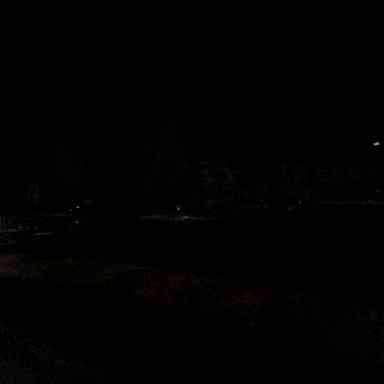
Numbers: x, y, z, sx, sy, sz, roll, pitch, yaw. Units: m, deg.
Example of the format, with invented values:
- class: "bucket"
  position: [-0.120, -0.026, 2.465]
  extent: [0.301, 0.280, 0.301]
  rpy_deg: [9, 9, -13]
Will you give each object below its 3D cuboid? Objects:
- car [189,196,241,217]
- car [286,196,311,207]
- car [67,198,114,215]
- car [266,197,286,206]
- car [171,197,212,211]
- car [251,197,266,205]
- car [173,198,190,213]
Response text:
- class: "car"
  position: [2.225, 1.362, 30.284]
  extent: [1.882, 1.535, 5.008]
  rpy_deg: [1, 0, 36]
- class: "car"
  position: [16.046, 1.394, 49.021]
  extent: [1.837, 1.490, 4.892]
  rpy_deg: [1, 0, 37]
- class: "car"
  position: [-9.607, 1.333, 31.900]
  extent: [1.812, 1.442, 4.674]
  rpy_deg: [1, 0, 36]
- class: "car"
  position: [13.755, 1.462, 51.796]
  extent: [1.895, 1.301, 4.718]
  rpy_deg: [1, 0, 37]
- class: "car"
  position: [0.063, 1.381, 39.176]
  extent: [2.033, 1.411, 5.357]
  rpy_deg: [1, 0, 36]
- class: "car"
  position: [11.438, 1.467, 54.540]
  extent: [1.895, 1.301, 4.718]
  rpy_deg: [1, 0, 36]
- class: "car"
  position: [0.168, 1.350, 33.396]
  extent: [2.128, 1.511, 4.902]
  rpy_deg: [1, 0, 36]
